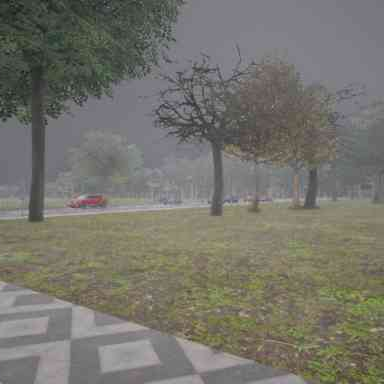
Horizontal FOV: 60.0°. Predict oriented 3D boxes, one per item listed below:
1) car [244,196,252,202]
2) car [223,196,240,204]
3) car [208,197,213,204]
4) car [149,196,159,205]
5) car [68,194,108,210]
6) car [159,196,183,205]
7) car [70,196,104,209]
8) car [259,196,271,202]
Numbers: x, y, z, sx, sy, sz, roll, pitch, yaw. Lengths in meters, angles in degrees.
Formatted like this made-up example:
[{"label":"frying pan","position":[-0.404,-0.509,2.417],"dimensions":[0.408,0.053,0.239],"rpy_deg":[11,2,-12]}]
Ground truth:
[{"label":"car","position":[14.008,1.674,79.890],"dimensions":[1.812,1.442,4.674],"rpy_deg":[-1,-1,35]},{"label":"car","position":[7.565,1.573,65.009],"dimensions":[1.837,1.490,4.892],"rpy_deg":[-1,-1,35]},{"label":"car","position":[4.906,1.668,66.880],"dimensions":[1.994,1.385,4.181],"rpy_deg":[-1,-1,35]},{"label":"car","position":[-6.114,1.481,62.746],"dimensions":[2.128,1.511,4.902],"rpy_deg":[-1,-1,35]},{"label":"car","position":[-14.239,1.304,45.836],"dimensions":[2.150,2.045,5.566],"rpy_deg":[-1,-1,35]},{"label":"car","position":[-3.461,1.716,60.865],"dimensions":[1.994,1.385,4.181],"rpy_deg":[-1,-1,35]},{"label":"car","position":[-15.561,1.470,49.577],"dimensions":[2.097,1.767,4.553],"rpy_deg":[-1,0,35]},{"label":"car","position":[17.262,1.670,78.860],"dimensions":[1.994,1.385,4.181],"rpy_deg":[-1,-1,35]}]
